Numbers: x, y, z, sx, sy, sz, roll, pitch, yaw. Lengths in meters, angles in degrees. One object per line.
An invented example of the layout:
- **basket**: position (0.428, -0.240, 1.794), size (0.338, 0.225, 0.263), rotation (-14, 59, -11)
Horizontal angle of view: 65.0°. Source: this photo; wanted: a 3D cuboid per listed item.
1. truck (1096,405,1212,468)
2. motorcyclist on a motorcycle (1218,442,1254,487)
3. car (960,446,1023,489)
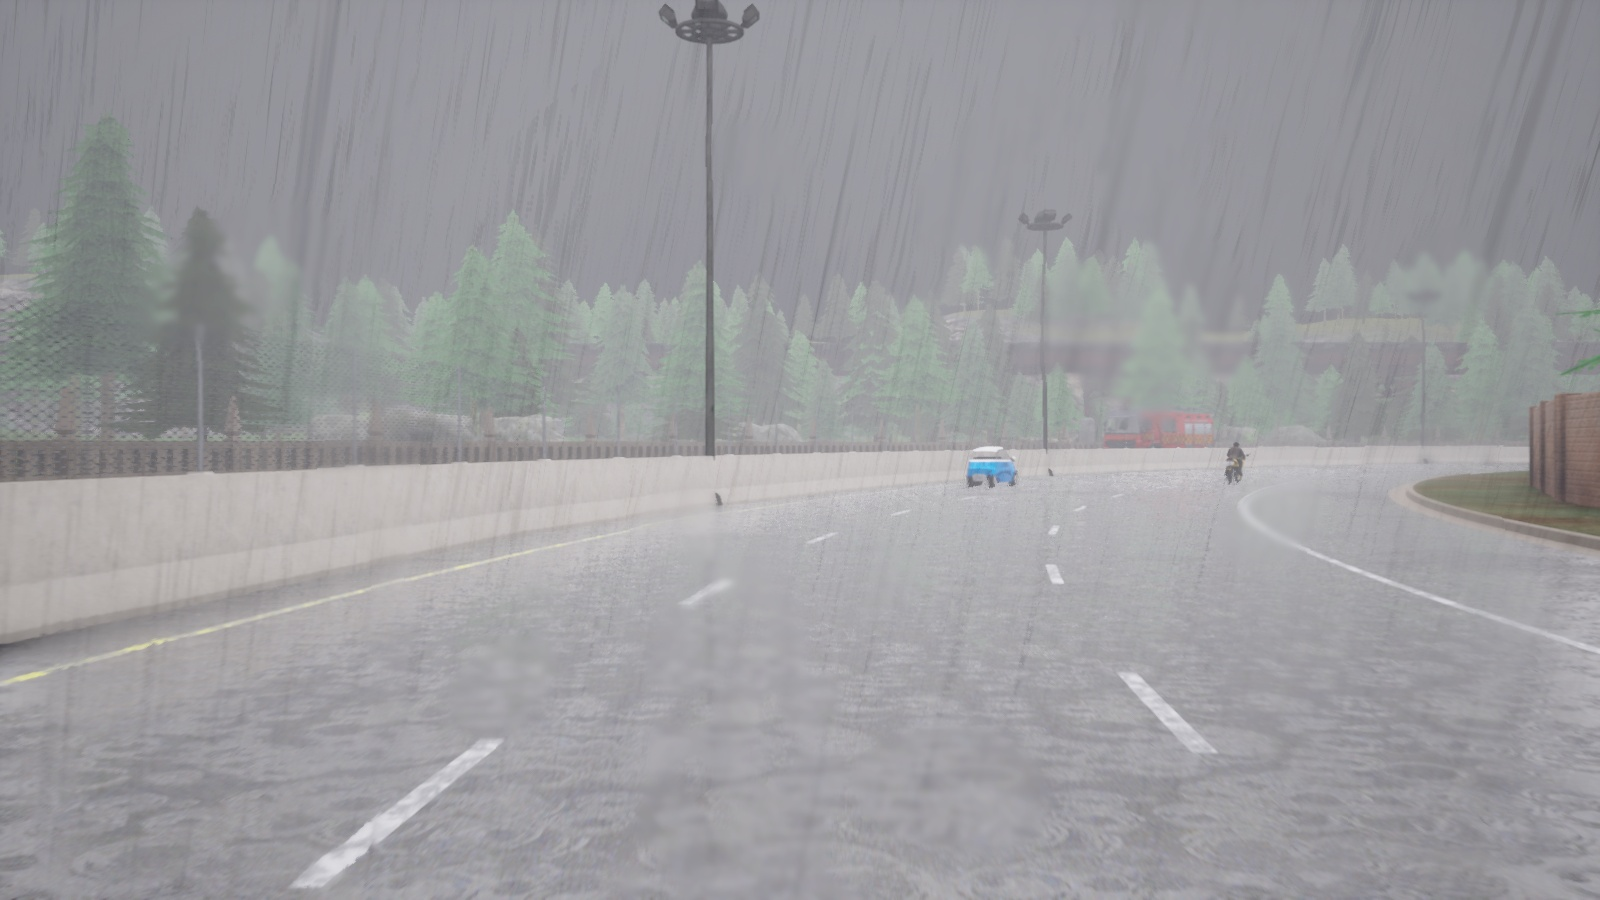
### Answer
- **truck**: position (22.702, -0.851, 80.284), size (8.468, 3.827, 2.891), rotation (0, 0, -41)
- **motorcyclist on a motorcycle**: position (15.474, 0.491, 44.544), size (0.797, 1.523, 2.044), rotation (2, 1, 30)
- **car**: position (6.489, 0.568, 42.412), size (1.481, 1.376, 2.207), rotation (0, 0, 27)
